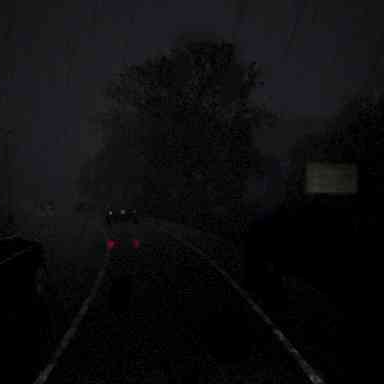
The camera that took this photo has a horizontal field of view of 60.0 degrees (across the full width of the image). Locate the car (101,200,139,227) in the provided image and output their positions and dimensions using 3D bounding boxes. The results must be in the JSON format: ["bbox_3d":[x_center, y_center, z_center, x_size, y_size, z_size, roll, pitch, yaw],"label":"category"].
[{"bbox_3d":[-5.233,1.358,23.553,2.097,1.767,4.553,-2,0,-21],"label":"car"}]

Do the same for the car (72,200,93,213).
[{"bbox_3d":[-13.230,1.671,40.148,1.882,1.535,5.008,-3,1,-27],"label":"car"}]

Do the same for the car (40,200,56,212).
[{"bbox_3d":[-20.214,1.915,46.569,2.128,1.511,4.902,-3,1,-25],"label":"car"}]

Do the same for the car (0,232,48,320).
[{"bbox_3d":[-3.959,1.510,5.643,2.128,1.511,4.902,-1,0,-8],"label":"car"}]
